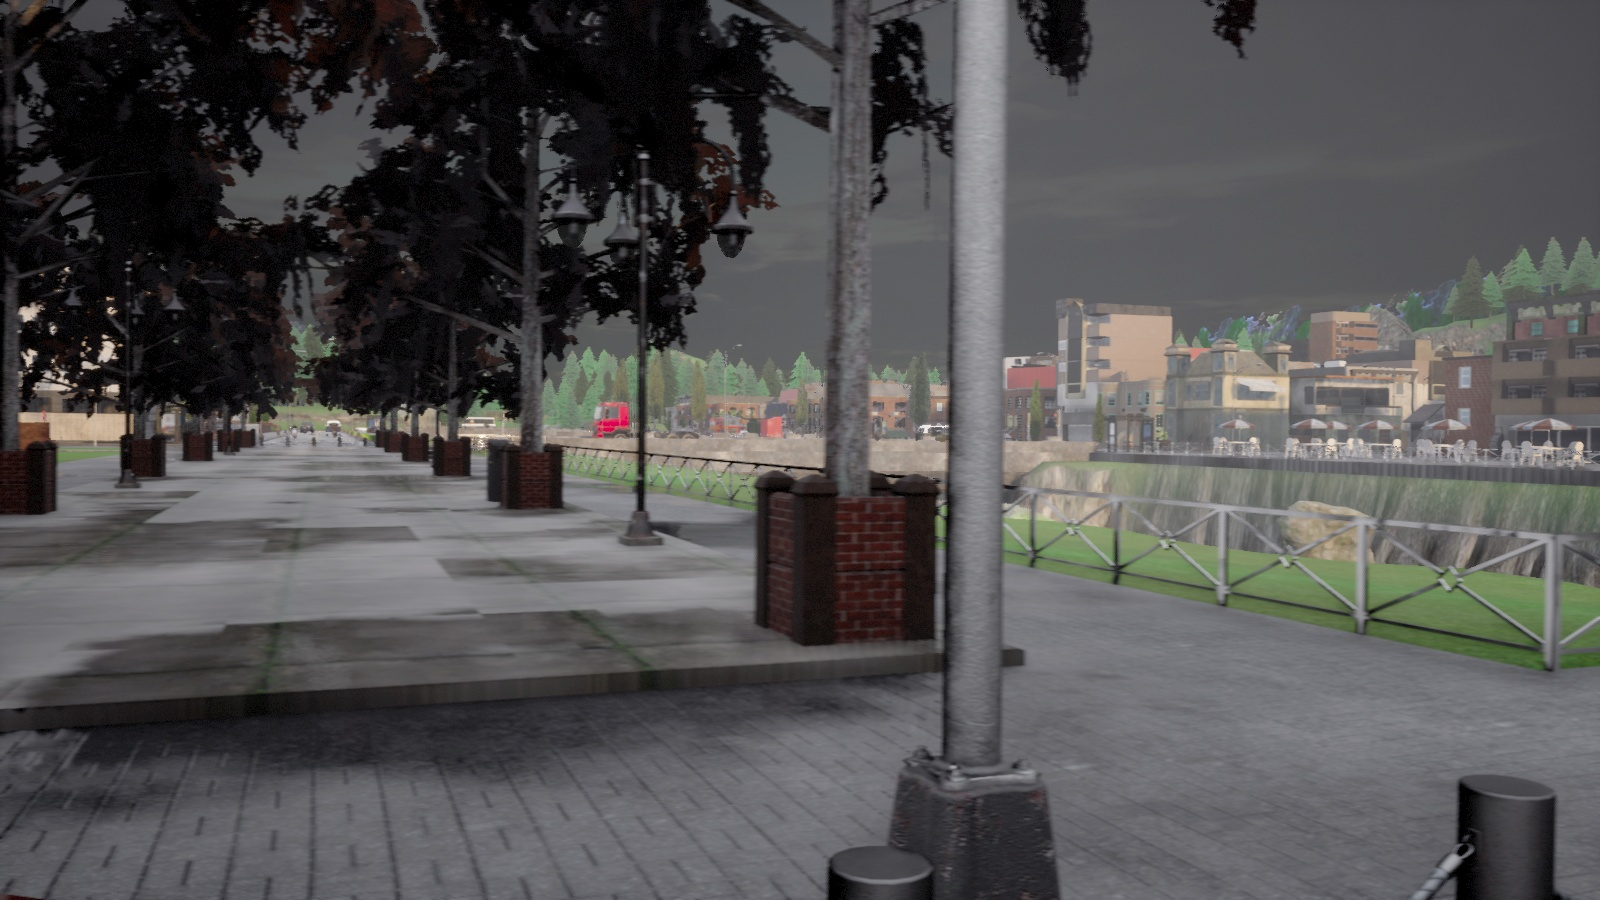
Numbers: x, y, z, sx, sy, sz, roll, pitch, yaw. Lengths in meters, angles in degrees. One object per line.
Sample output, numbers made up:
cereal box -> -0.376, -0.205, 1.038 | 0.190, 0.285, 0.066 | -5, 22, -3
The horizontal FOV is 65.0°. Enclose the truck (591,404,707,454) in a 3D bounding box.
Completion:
truck -> -11.082, -1.560, 91.933 | 7.936, 3.462, 2.891 | -1, 1, -19

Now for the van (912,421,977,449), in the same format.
van -> 11.045, -1.163, 96.140 | 4.480, 2.038, 2.069 | -1, 1, -20
